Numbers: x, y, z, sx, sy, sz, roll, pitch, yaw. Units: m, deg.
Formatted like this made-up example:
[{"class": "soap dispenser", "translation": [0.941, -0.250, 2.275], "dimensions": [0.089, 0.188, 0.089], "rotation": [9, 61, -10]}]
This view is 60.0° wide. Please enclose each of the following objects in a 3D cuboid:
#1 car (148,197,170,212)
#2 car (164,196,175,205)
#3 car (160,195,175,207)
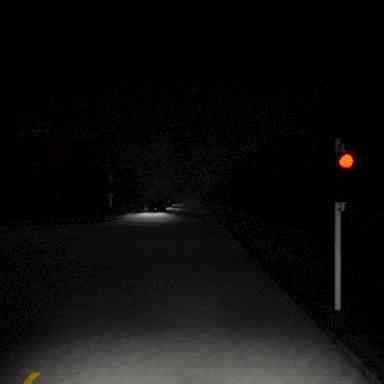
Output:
[{"class": "car", "translation": [-4.087, 1.601, 39.454], "dimensions": [1.895, 1.301, 4.718], "rotation": [0, 0, 0]}, {"class": "car", "translation": [-4.029, 1.526, 60.123], "dimensions": [1.812, 1.442, 4.674], "rotation": [0, 0, 0]}, {"class": "car", "translation": [-4.070, 1.352, 49.642], "dimensions": [2.097, 1.767, 4.553], "rotation": [0, 0, 0]}]
